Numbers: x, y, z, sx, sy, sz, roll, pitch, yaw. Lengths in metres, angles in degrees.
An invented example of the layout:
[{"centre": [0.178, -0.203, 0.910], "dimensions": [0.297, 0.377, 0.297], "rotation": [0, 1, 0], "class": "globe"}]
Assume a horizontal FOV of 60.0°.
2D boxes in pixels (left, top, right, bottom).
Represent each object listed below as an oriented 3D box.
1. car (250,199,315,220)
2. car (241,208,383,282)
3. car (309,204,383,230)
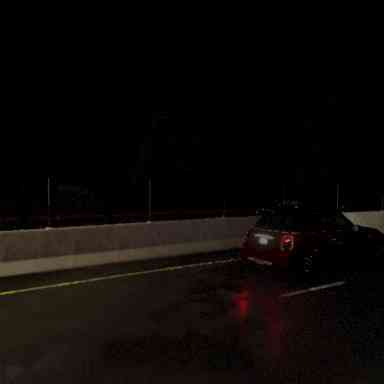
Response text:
[{"centre": [7.438, 1.377, 27.433], "dimensions": [4.902, 1.511, 2.128], "rotation": [0, 0, -23], "class": "car"}, {"centre": [3.717, 1.307, 9.836], "dimensions": [4.553, 1.767, 2.097], "rotation": [0, 0, -30], "class": "car"}, {"centre": [9.864, 1.496, 20.921], "dimensions": [4.718, 1.301, 1.895], "rotation": [0, 0, -23], "class": "car"}]
